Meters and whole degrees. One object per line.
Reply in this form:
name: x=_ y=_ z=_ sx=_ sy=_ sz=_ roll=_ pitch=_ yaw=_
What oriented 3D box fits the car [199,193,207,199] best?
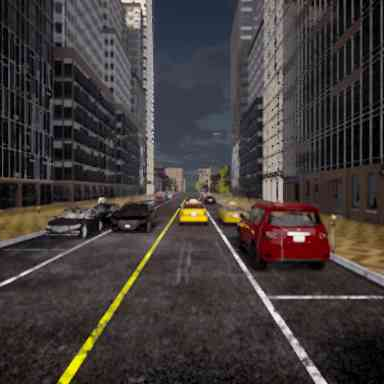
car: x=2.713 y=0.967 z=84.769 sx=1.802 sy=1.307 sz=4.206 roll=0 pitch=0 yaw=0

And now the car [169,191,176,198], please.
car: x=-5.667 y=0.825 z=84.784 sx=1.967 sy=1.590 sz=4.097 roll=0 pitch=0 yaw=0

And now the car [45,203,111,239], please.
car: x=-5.683 y=1.440 z=16.480 sx=2.008 sy=1.369 sz=4.403 roll=0 pitch=0 yaw=0

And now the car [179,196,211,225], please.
car: x=0.105 y=1.302 z=22.582 sx=1.801 sy=1.575 sz=5.366 roll=0 pitch=0 yaw=0

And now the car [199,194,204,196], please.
car: x=0.110 y=1.276 z=41.329 sx=1.994 sy=1.385 sz=4.181 roll=0 pitch=0 yaw=0

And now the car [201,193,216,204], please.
car: x=2.705 y=1.210 z=50.619 sx=1.947 sy=1.339 sz=4.313 roll=0 pitch=0 yaw=0

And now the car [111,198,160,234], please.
car: x=-3.096 y=1.353 z=18.508 sx=1.882 sy=1.535 sz=5.008 roll=0 pitch=0 yaw=0

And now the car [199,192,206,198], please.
car: x=2.715 y=0.864 z=90.631 sx=1.752 sy=1.417 sz=4.829 roll=0 pitch=0 yaw=0

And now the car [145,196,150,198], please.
car: x=-5.679 y=1.351 z=33.556 sx=1.802 sy=1.307 sz=4.206 roll=0 pitch=0 yaw=0

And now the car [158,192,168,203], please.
car: x=-5.674 y=1.147 z=56.325 sx=1.887 sy=1.381 sz=4.507 roll=0 pitch=0 yaw=0

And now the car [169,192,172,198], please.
car: x=-5.671 y=1.099 z=67.710 sx=1.802 sy=1.307 sz=4.206 roll=0 pitch=0 yaw=0

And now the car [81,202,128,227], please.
car: x=-5.682 y=1.415 z=22.173 sx=1.947 sy=1.339 sz=4.313 roll=0 pitch=0 yaw=0

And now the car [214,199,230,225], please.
car: x=2.699 y=1.373 z=22.328 sx=1.752 sy=1.417 sz=4.829 roll=0 pitch=0 yaw=0

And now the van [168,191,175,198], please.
van: x=-5.665 y=0.682 z=90.476 sx=1.690 sy=1.788 sz=3.998 roll=0 pitch=0 yaw=0

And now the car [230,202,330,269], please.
car: x=2.697 y=1.242 z=10.773 sx=2.192 sy=1.841 sz=5.009 roll=0 pitch=0 yaw=0

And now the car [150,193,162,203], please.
car: x=-5.677 y=1.237 z=44.941 sx=2.008 sy=1.369 sz=4.403 roll=0 pitch=0 yaw=0
